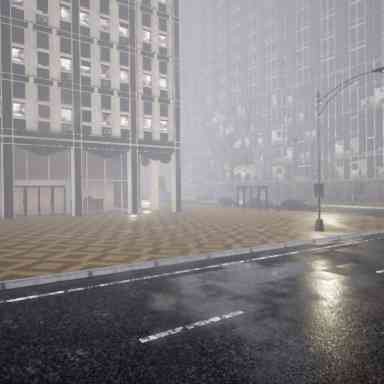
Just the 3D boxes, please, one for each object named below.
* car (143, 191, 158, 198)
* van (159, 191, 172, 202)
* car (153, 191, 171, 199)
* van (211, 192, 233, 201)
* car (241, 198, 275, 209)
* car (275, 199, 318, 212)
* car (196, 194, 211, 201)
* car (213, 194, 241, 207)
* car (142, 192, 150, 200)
[{"bbox_3d":[-10.334,0.685,82.840,1.967,1.590,4.097,0,1,-34],"label":"car"},{"bbox_3d":[-4.368,0.936,59.357,1.690,1.788,3.998,0,1,-34],"label":"van"},{"bbox_3d":[-7.115,0.614,78.154,2.192,1.841,5.009,0,1,-34],"label":"car"},{"bbox_3d":[5.757,0.854,59.415,1.690,1.788,3.998,-1,1,-34],"label":"van"},{"bbox_3d":[8.410,1.387,40.559,1.802,1.307,4.206,-1,1,-34],"label":"car"},{"bbox_3d":[11.614,1.422,35.862,1.947,1.339,4.313,-1,1,-34],"label":"car"},{"bbox_3d":[2.539,1.042,64.103,1.802,1.307,4.206,-1,1,-34],"label":"car"},{"bbox_3d":[5.240,1.318,45.276,1.947,1.339,4.313,-1,1,-34],"label":"car"},{"bbox_3d":[-10.805,1.038,68.729,2.008,1.369,4.403,0,1,-34],"label":"car"}]
